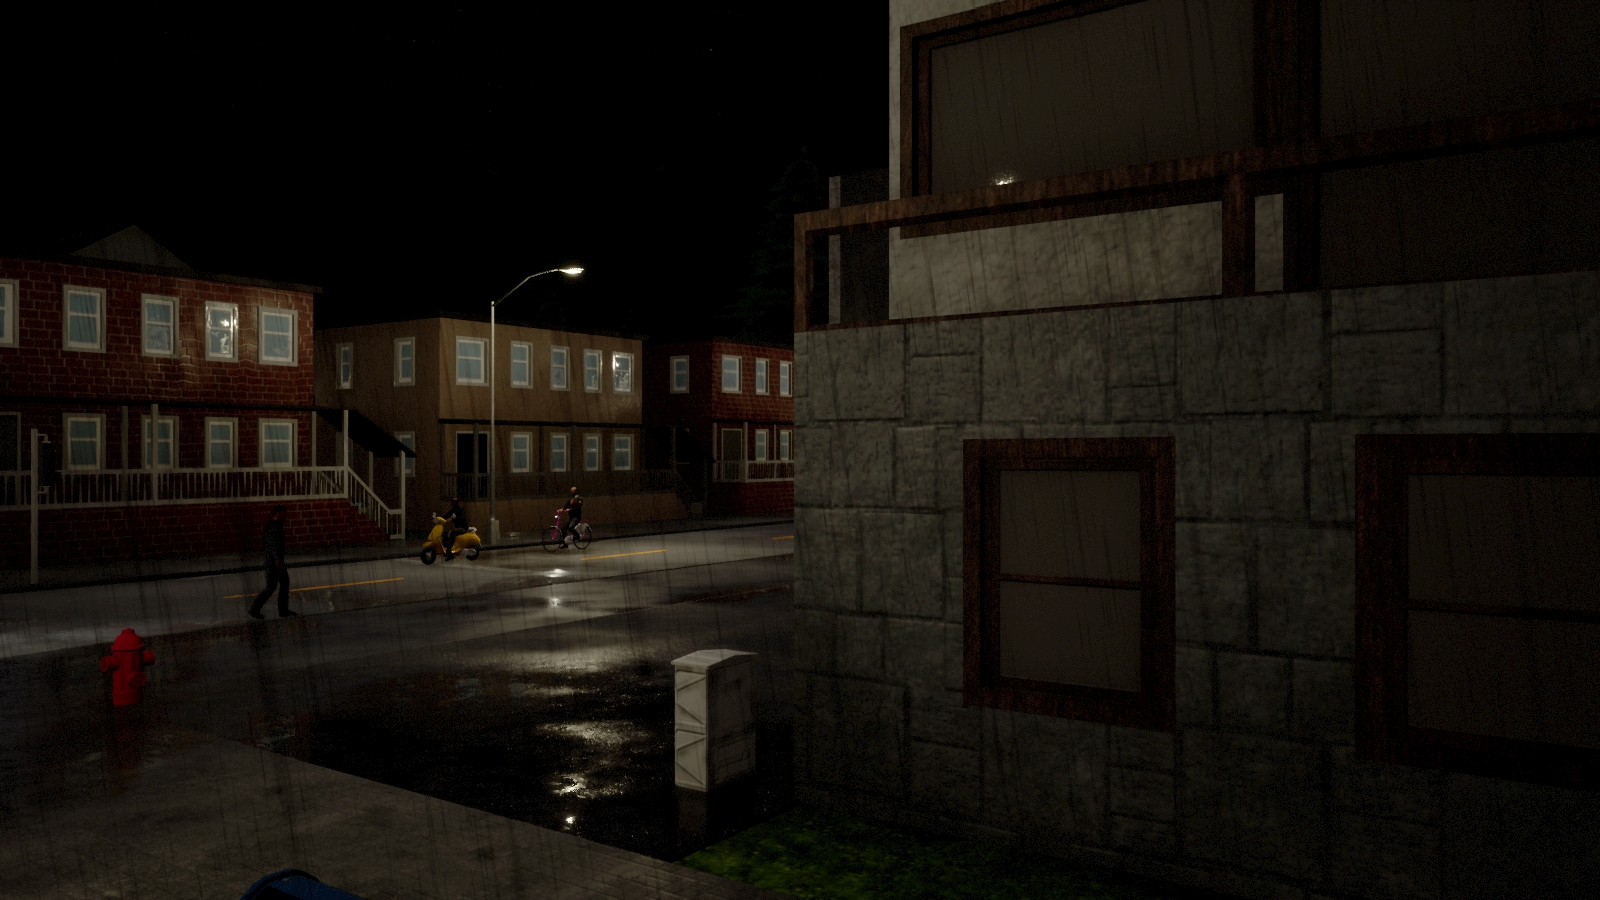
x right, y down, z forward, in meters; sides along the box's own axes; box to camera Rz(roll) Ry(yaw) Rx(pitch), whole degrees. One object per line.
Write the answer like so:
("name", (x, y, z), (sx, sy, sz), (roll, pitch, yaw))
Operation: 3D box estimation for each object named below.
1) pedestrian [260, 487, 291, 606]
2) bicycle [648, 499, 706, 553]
("pedestrian", (-8.371, 1.526, 18.243), (0.375, 1.860, 0.375), (0, 0, -14))
("bicycle", (-3.119, 1.932, 29.174), (0.329, 1.271, 1.835), (0, 0, 35))
